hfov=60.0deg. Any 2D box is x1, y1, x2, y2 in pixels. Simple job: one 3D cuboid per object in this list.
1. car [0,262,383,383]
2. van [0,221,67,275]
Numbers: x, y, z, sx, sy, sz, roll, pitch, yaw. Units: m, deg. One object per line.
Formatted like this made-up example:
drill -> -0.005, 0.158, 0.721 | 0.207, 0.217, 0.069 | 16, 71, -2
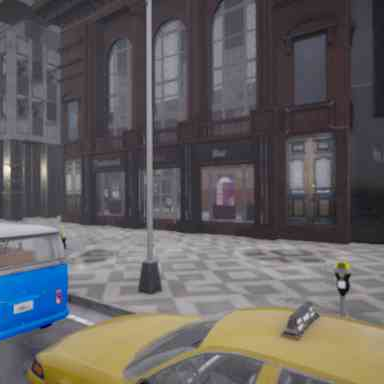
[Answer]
car -> 0.578, 1.531, 2.554 | 4.829, 1.417, 1.752 | -1, 0, 36
van -> -3.863, 1.391, 5.743 | 3.998, 1.788, 1.690 | -1, 0, 36
